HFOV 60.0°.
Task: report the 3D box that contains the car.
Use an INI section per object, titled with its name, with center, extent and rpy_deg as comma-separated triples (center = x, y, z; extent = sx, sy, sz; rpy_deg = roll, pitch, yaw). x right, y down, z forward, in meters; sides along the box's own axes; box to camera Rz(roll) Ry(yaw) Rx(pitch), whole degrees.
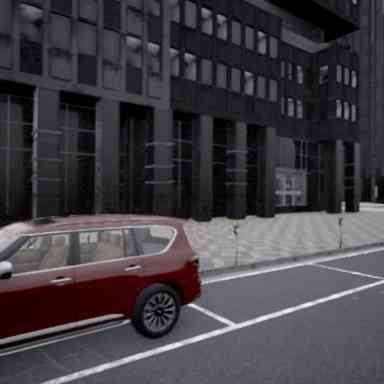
[car]
center = -2.135, 1.325, 5.124
extent = 5.009, 1.841, 2.192
rpy_deg = 1, 0, -35
